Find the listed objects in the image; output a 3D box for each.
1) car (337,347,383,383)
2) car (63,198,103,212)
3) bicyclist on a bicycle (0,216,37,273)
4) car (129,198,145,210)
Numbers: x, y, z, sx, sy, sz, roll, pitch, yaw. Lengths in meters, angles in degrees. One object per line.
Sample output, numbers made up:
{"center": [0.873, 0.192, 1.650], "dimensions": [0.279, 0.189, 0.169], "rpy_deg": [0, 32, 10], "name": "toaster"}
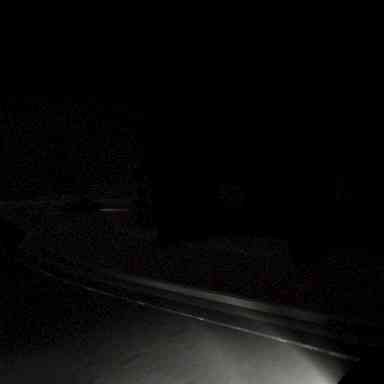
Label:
{"center": [3.111, 1.545, 0.963], "dimensions": [2.033, 1.411, 5.357], "rpy_deg": [0, 0, -44], "name": "car"}
{"center": [-12.448, 1.474, 38.255], "dimensions": [1.882, 1.535, 5.008], "rpy_deg": [0, 0, 27], "name": "car"}
{"center": [-5.017, 1.433, 8.908], "dimensions": [1.656, 1.620, 0.582], "rpy_deg": [-3, 2, -45], "name": "bicyclist on a bicycle"}
{"center": [-5.881, 1.474, 42.740], "dimensions": [1.882, 1.535, 5.008], "rpy_deg": [0, 0, 36], "name": "car"}
